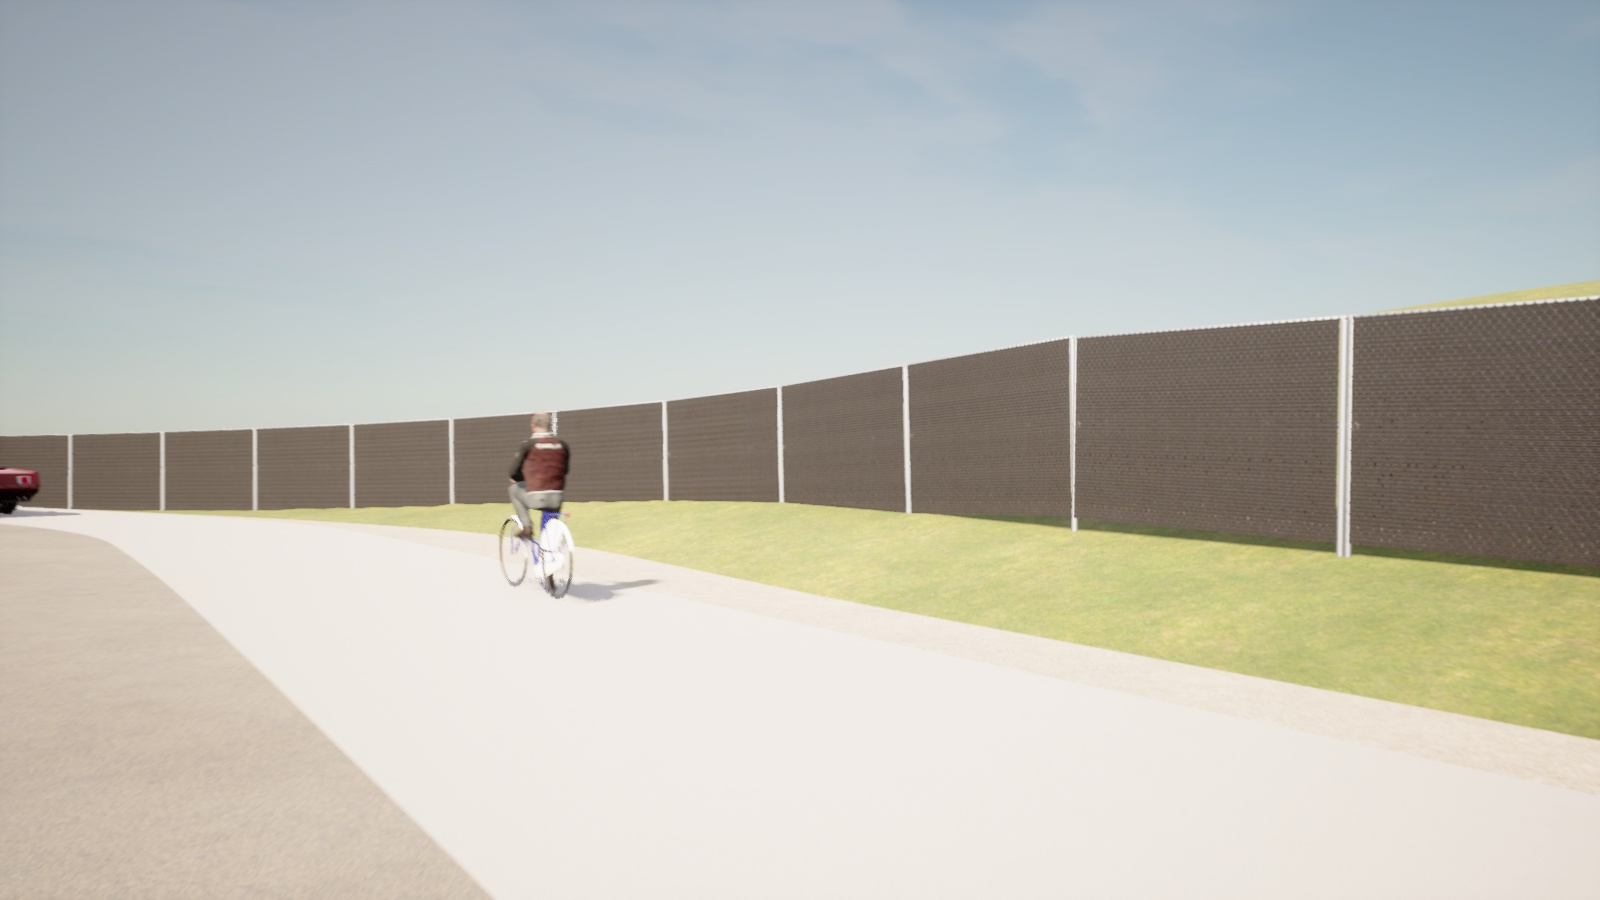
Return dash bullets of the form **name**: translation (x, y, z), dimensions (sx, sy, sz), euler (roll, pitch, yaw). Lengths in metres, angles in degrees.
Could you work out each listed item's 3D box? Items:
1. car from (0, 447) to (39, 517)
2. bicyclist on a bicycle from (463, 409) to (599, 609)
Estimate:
- **car**: translation (-17.101, 0.561, 24.246), dimensions (4.718, 1.301, 1.895), euler (1, 0, 27)
- **bicyclist on a bicycle**: translation (-2.630, 0.511, 12.127), dimensions (0.659, 1.776, 1.843), euler (0, 1, -33)
